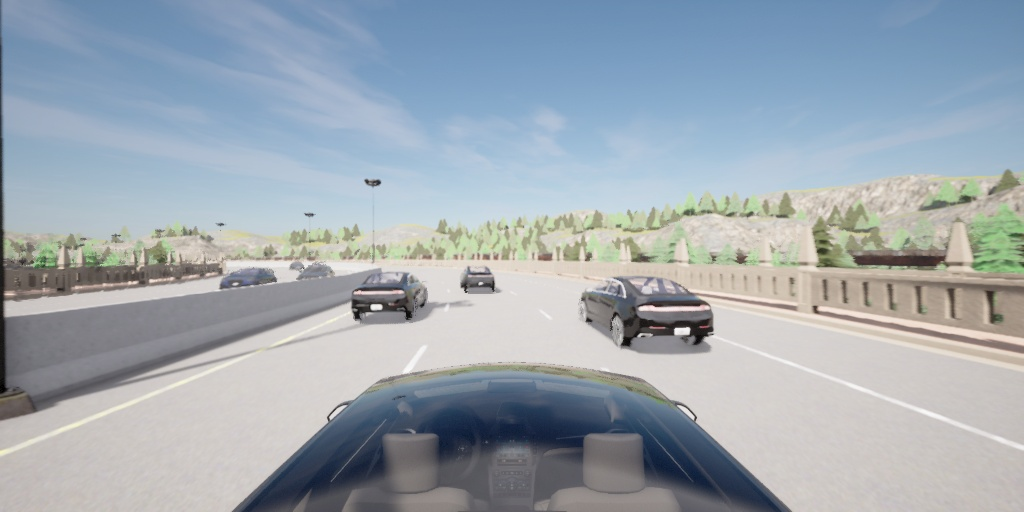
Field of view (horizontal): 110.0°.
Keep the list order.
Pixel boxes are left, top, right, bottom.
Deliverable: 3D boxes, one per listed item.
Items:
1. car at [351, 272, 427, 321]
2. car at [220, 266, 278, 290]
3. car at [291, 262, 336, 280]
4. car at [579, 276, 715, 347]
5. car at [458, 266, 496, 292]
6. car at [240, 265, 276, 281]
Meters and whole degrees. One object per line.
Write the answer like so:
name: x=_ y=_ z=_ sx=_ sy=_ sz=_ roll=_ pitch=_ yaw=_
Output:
car: x=-4.240 y=1.308 z=12.956 sx=2.128 sy=1.511 sz=4.902 roll=0 pitch=0 yaw=-6
car: x=-17.042 y=1.492 z=23.404 sx=1.994 sy=1.385 sz=4.181 roll=0 pitch=0 yaw=-15
car: x=-14.163 y=1.427 z=26.206 sx=1.837 sy=1.490 sz=4.892 roll=0 pitch=0 yaw=-16
car: x=3.126 y=1.253 z=9.340 sx=2.128 sy=1.511 sz=4.902 roll=0 pitch=0 yaw=-4
car: x=-2.190 y=1.331 z=22.074 sx=2.128 sy=1.511 sz=4.902 roll=0 pitch=0 yaw=-11
car: x=-24.421 y=1.612 z=34.610 sx=1.895 sy=1.301 sz=4.718 roll=0 pitch=0 yaw=-23
